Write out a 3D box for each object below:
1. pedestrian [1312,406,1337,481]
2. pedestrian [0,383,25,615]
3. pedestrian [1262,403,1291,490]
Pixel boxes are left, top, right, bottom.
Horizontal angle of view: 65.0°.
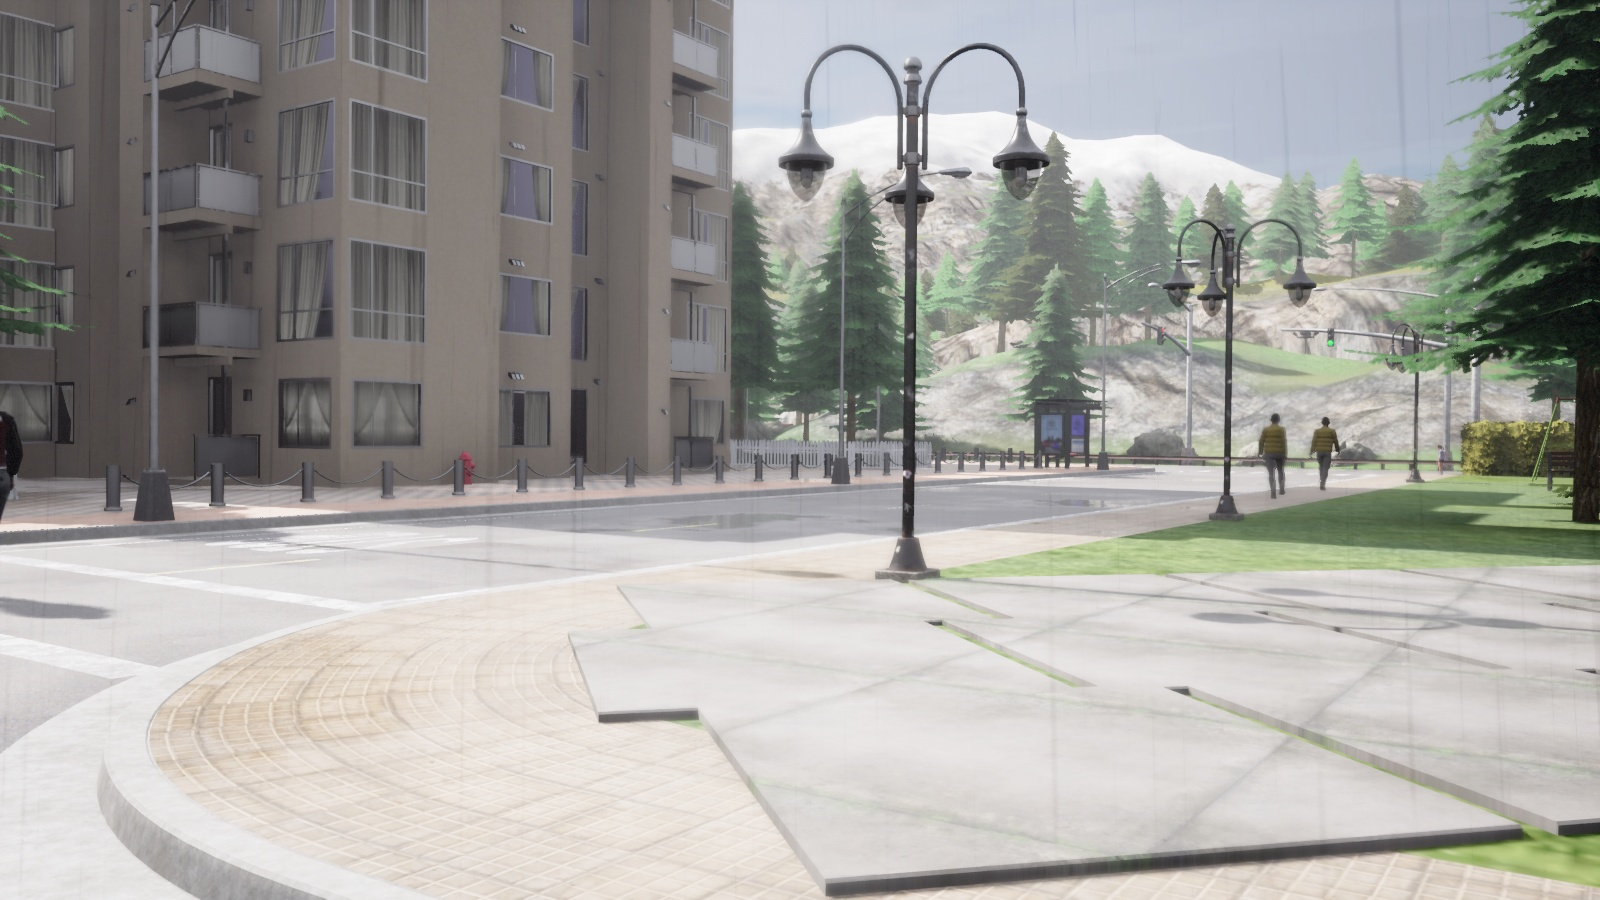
[{"bbox_3d":[12.922,-0.163,30.936,0.431,1.840,0.709,0,1,34],"label":"pedestrian"},{"bbox_3d":[-6.932,0.405,10.636,0.666,1.930,0.402,0,1,39],"label":"pedestrian"},{"bbox_3d":[10.144,-0.080,26.725,0.431,1.840,0.709,0,1,32],"label":"pedestrian"}]
